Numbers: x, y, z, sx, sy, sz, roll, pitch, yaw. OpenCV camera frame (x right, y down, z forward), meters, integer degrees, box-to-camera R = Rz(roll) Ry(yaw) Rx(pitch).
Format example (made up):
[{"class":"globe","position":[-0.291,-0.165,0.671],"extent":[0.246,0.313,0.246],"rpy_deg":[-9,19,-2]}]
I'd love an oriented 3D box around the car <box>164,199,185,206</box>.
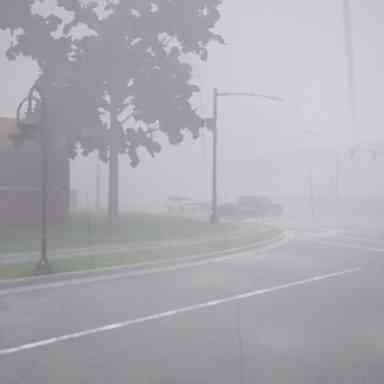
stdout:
[{"class":"car","position":[-3.380,1.957,64.144],"extent":[1.895,1.301,4.718],"rpy_deg":[1,0,-34]}]

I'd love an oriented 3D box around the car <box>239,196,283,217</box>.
[{"class":"car","position":[7.124,1.496,35.658],"extent":[2.150,2.045,5.566],"rpy_deg":[1,0,-34]}]

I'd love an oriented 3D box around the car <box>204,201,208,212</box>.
[{"class":"car","position":[1.918,1.841,43.462],"extent":[1.994,1.385,4.181],"rpy_deg":[1,0,-34]}]

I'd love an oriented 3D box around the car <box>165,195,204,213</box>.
[{"class":"car","position":[-1.343,1.462,42.055],"extent":[2.150,2.045,5.566],"rpy_deg":[1,0,-34]}]

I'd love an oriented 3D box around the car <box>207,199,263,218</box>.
[{"class":"car","position":[4.239,1.785,33.673],"extent":[2.033,1.411,5.357],"rpy_deg":[1,0,-34]}]

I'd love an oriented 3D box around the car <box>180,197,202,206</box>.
[{"class":"car","position":[-0.195,1.870,65.681],"extent":[1.882,1.535,5.008],"rpy_deg":[1,0,-34]}]
